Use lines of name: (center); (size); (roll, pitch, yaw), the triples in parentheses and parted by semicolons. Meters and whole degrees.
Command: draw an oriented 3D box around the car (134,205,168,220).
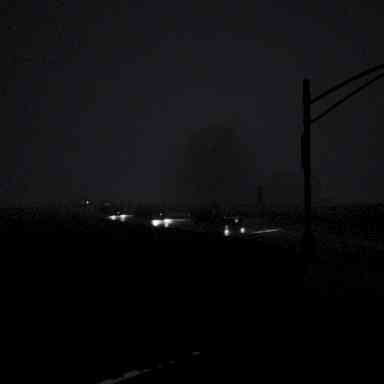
car: (-4.168, 1.981, 33.243); (1.994, 1.385, 4.181); (-1, 0, -37)

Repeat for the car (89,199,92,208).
car: (-14.369, 2.153, 53.812); (2.128, 1.511, 4.902); (-1, 0, -35)

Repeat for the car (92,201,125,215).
car: (-10.315, 2.110, 41.843); (2.033, 1.411, 5.357); (-1, 0, -35)

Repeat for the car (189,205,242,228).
car: (1.662, 1.771, 25.126); (2.128, 1.511, 4.902); (-1, 0, -36)

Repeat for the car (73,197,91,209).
car: (-20.425, 2.028, 62.250); (2.150, 2.045, 5.566); (-1, 0, -36)
